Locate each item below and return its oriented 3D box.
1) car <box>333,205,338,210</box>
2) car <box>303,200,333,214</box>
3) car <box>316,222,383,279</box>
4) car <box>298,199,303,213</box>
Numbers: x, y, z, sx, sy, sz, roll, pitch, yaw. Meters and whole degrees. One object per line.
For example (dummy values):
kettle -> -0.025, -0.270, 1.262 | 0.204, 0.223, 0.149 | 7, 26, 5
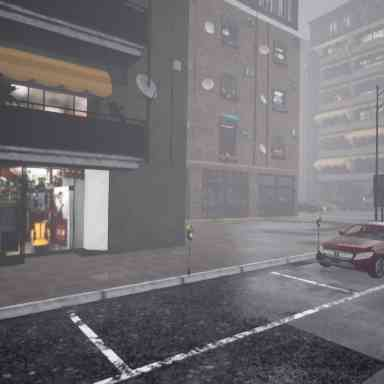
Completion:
car -> 15.269, 1.724, 40.734 | 1.752, 1.417, 4.829 | 1, -1, -36
car -> 12.109, 1.566, 35.857 | 2.128, 1.511, 4.902 | 2, -1, -36
car -> 5.542, 1.593, 10.101 | 4.206, 1.307, 1.802 | 0, 1, -36
car -> 8.973, 1.340, 36.001 | 2.192, 1.841, 5.009 | 1, -1, -36
